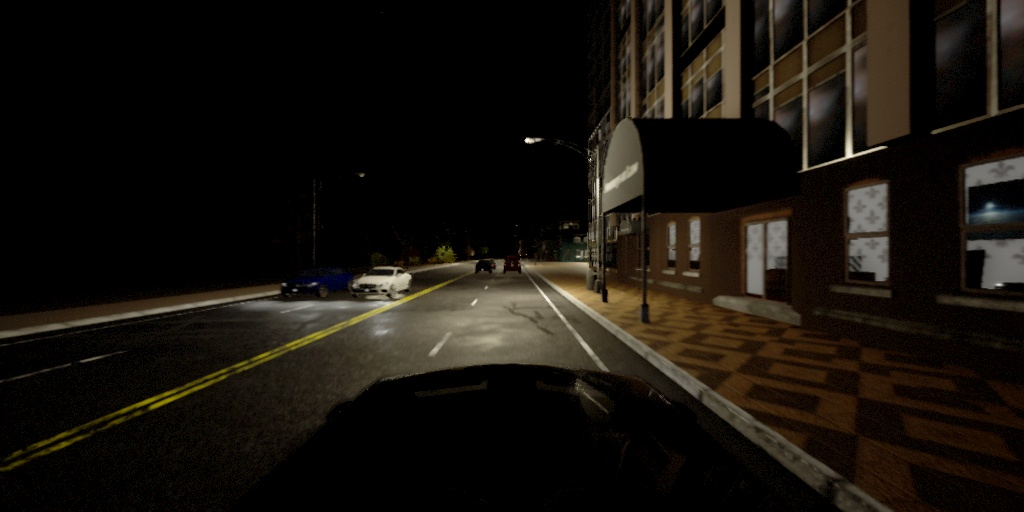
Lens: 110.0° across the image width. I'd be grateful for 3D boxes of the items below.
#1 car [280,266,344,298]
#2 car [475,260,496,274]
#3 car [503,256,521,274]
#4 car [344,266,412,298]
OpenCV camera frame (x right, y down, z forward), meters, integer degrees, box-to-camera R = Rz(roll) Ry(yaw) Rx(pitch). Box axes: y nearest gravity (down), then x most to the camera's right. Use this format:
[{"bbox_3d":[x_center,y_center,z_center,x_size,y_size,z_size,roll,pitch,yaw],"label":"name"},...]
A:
[{"bbox_3d":[-9.756,1.273,18.466,1.812,1.442,4.674,0,0,0],"label":"car"},{"bbox_3d":[-3.232,1.250,41.751,1.837,1.490,4.892,0,0,0],"label":"car"},{"bbox_3d":[0.017,1.097,42.002,2.097,1.767,4.553,0,0,0],"label":"car"},{"bbox_3d":[-6.508,1.274,18.468,1.812,1.442,4.674,0,0,1],"label":"car"}]
